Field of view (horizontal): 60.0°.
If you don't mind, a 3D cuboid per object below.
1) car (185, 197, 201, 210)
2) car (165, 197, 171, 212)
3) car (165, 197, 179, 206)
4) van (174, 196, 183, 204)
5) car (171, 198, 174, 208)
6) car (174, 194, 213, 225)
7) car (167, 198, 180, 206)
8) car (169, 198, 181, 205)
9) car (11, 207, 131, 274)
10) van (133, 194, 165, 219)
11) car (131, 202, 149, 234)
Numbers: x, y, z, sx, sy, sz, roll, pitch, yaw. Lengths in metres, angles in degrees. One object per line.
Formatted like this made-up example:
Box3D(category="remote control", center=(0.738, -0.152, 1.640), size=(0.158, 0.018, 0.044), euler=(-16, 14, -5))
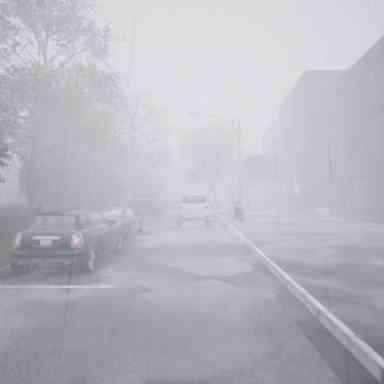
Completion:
Box3D(category="car", center=(0.113, 1.375, 41.248), size=(1.837, 1.490, 4.892), euler=(0, -1, 0))
Box3D(category="car", center=(-3.644, 1.212, 32.900), size=(2.185, 1.767, 4.553), euler=(0, 0, 2))
Box3D(category="car", center=(-3.618, 1.785, 60.743), size=(2.097, 1.535, 5.008), euler=(1, -1, 2))
Box3D(category="van", center=(-3.599, 2.167, 88.714), size=(1.878, 1.987, 4.442), euler=(1, -1, 2))
Box3D(category="car", center=(-3.620, 1.562, 49.636), size=(2.163, 1.488, 4.792), euler=(1, -1, 2))
Box3D(category="car", center=(0.108, 1.123, 23.132), size=(2.150, 2.045, 5.566), euler=(0, 1, 0))
Box3D(category="car", center=(-3.623, 1.912, 66.303), size=(2.097, 1.535, 5.008), euler=(0, -1, 2))
Box3D(category="car", center=(-3.625, 2.069, 71.908), size=(2.163, 1.488, 4.792), euler=(0, -1, 2))
Box3D(category="car", center=(-3.651, 1.308, 10.617), size=(2.185, 1.767, 4.553), euler=(0, 0, 2))
Box3D(category="van", center=(-3.640, 1.135, 27.477), size=(1.878, 1.987, 4.442), euler=(0, 0, 2))
Box3D(category="car", center=(-3.647, 1.449, 16.217), size=(2.002, 1.452, 4.674), euler=(0, 0, 2))
